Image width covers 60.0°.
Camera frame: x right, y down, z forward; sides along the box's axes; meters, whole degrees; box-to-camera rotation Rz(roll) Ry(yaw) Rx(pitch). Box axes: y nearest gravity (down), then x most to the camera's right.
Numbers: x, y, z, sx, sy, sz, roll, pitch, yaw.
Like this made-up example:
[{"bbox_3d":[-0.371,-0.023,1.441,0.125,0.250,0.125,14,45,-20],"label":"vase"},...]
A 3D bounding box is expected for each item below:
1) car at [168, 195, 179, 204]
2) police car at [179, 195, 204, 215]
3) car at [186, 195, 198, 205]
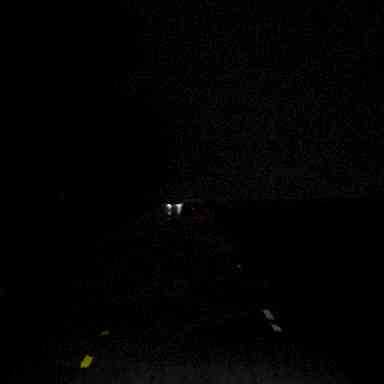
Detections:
[{"bbox_3d":[-2.788,1.239,54.017,1.812,1.442,4.674,0,0,1],"label":"car"},{"bbox_3d":[0.079,1.238,31.546,1.930,1.638,5.238,0,0,0],"label":"police car"},{"bbox_3d":[0.001,1.226,51.923,1.837,1.490,4.892,0,0,0],"label":"car"}]
